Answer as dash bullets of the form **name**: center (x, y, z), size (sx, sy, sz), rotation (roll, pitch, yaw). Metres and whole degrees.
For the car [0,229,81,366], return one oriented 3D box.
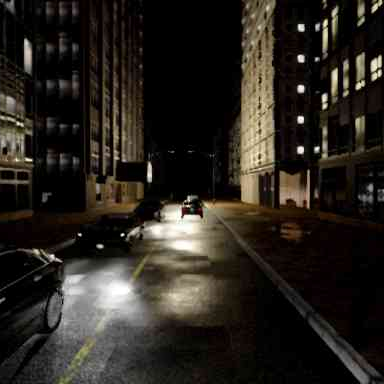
- **car**: center (-3.096, 1.481, 3.910), size (1.837, 1.490, 4.892), rotation (0, 0, 0)

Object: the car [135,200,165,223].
- **car**: center (-3.054, 1.328, 24.424), size (1.882, 1.535, 5.008), rotation (0, 0, 0)

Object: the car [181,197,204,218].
- **car**: center (0.017, 1.378, 27.910), size (2.033, 1.411, 5.357), rotation (0, 0, 1)

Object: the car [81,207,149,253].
- **car**: center (-3.095, 1.517, 13.447), size (1.895, 1.301, 4.718), rotation (0, 0, 0)
